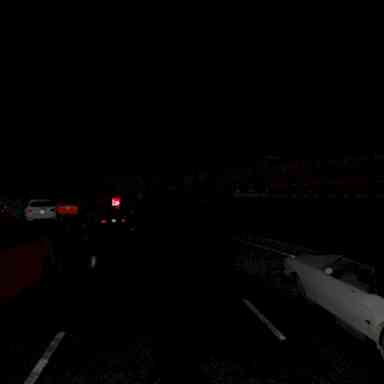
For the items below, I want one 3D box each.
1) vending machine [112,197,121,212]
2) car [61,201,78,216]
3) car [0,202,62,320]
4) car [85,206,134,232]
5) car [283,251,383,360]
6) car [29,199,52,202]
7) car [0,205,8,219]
[{"bbox_3d":[-10.750,1.792,47.313,1.100,2.100,0.880,0,-1,-28],"label":"vending machine"},{"bbox_3d":[-14.977,1.895,39.412,2.097,1.767,4.553,0,-1,-28],"label":"car"},{"bbox_3d":[-4.064,1.315,5.644,2.150,2.045,5.566,0,-1,-8],"label":"car"},{"bbox_3d":[-5.898,1.837,22.431,2.033,1.411,5.357,0,-1,-27],"label":"car"},{"bbox_3d":[3.207,1.638,5.501,1.895,1.301,4.718,0,-1,-7],"label":"car"},{"bbox_3d":[-12.811,1.624,27.992,2.150,2.045,5.566,0,-1,-28],"label":"car"},{"bbox_3d":[-21.057,2.115,35.934,1.994,1.385,4.181,0,-1,-28],"label":"car"}]
